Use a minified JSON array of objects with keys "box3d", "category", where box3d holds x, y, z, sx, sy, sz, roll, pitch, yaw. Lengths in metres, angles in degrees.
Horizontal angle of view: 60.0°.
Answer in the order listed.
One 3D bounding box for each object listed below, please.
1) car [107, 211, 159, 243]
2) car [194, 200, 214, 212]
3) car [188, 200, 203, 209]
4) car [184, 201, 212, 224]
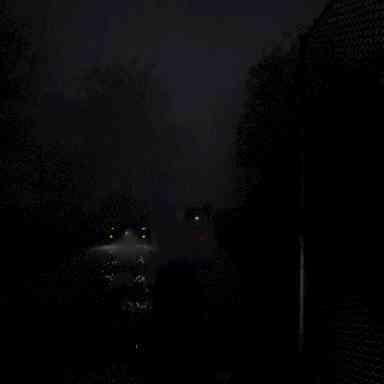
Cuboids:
[{"box3d":[-2.757,1.629,16.367,1.994,1.385,4.181,0,0,1],"category":"car"},{"box3d":[1.703,1.892,43.031,2.128,1.511,4.902,0,-1,6],"category":"car"},{"box3d":[0.732,2.211,57.712,1.837,1.490,4.892,0,-1,10],"category":"car"},{"box3d":[0.444,1.657,26.037,1.837,1.490,4.892,0,-1,2],"category":"car"}]
